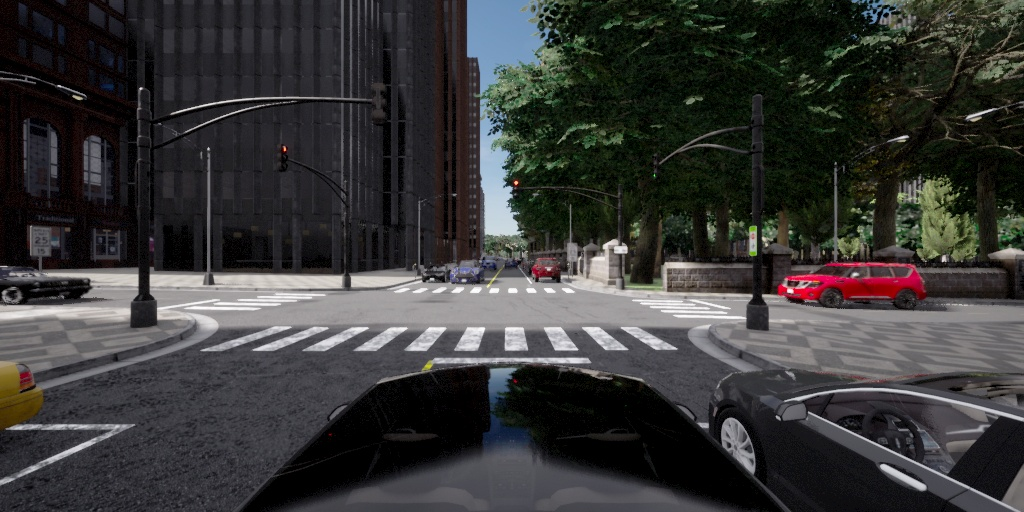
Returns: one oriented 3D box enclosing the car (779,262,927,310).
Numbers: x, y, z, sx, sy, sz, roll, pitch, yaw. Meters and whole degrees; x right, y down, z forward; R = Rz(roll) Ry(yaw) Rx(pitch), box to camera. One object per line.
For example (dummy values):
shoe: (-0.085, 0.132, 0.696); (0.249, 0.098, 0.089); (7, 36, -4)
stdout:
car: (15.666, 1.316, 16.639); (5.566, 2.045, 2.150); (1, 0, -1)

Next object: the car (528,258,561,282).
car: (2.673, 1.075, 28.450); (2.192, 1.841, 5.009); (0, 0, 0)

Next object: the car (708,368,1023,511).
car: (2.764, 1.300, 1.785); (2.007, 1.370, 4.403); (0, 0, 0)

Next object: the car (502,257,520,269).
car: (-0.140, 1.146, 58.667); (2.097, 1.767, 4.553); (0, 0, 0)

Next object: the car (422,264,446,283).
car: (-5.852, 1.326, 28.411); (1.948, 1.339, 4.313); (0, 0, 0)

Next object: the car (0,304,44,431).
car: (-5.760, 1.275, 1.577); (1.751, 1.417, 4.829); (0, 0, 0)

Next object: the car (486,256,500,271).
car: (-3.255, 1.006, 50.506); (2.150, 2.045, 5.566); (0, 0, 0)

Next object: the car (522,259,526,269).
car: (2.618, 1.329, 44.818); (2.007, 1.370, 4.403); (0, 0, 0)

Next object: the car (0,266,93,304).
car: (-18.604, 1.028, 13.133); (4.718, 1.301, 1.895); (1, 0, -1)

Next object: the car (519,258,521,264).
car: (2.581, 1.230, 55.732); (1.967, 1.591, 4.097); (0, 0, 0)

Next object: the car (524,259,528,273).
car: (2.636, 1.338, 39.362); (1.948, 1.339, 4.313); (0, 0, 0)

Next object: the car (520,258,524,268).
car: (2.599, 1.335, 50.275); (2.007, 1.370, 4.403); (0, 0, 0)

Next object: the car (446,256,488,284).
car: (-3.248, 1.111, 26.848); (2.097, 1.767, 4.553); (0, 0, 1)
